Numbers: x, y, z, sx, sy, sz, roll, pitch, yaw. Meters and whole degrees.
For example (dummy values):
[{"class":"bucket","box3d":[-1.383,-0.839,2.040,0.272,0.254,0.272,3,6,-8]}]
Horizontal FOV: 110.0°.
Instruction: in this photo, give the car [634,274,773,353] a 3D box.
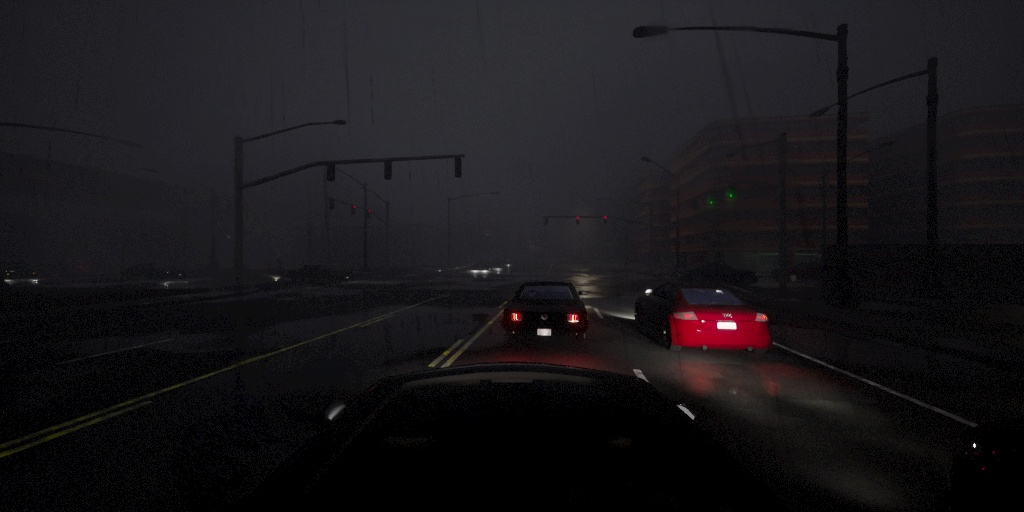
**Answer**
[{"class":"car","box3d":[4.398,1.314,8.909,1.994,1.385,4.181,0,0,7]}]

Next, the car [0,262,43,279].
[{"class":"car","box3d":[-45.097,1.254,32.269,4.892,1.490,1.837,0,1,20]}]

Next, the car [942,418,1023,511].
[{"class":"car","box3d":[3.640,1.242,0.196,2.128,1.511,4.902,0,0,1]}]

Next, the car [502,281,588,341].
[{"class":"car","box3d":[0.994,1.350,9.908,1.895,1.301,4.718,0,0,8]}]

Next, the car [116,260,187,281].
[{"class":"car","box3d":[-29.769,1.275,29.921,4.674,1.442,1.812,0,0,7]}]

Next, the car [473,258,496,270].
[{"class":"car","box3d":[-3.890,1.174,48.697,1.994,1.385,4.181,0,1,8]}]

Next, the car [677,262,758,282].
[{"class":"car","box3d":[14.183,1.220,24.849,5.008,1.535,1.882,0,0,7]}]

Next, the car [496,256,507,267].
[{"class":"car","box3d":[-2.546,1.062,58.551,1.895,1.301,4.718,0,1,8]}]

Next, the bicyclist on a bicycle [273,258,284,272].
[{"class":"bicyclist on a bicycle","box3d":[-26.429,1.052,40.569,0.582,1.620,1.656,0,0,7]}]

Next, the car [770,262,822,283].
[{"class":"car","box3d":[22.798,1.226,27.588,5.008,1.535,1.882,0,0,7]}]

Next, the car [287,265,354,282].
[{"class":"car","box3d":[-14.920,1.350,28.115,4.718,1.301,1.895,0,0,9]}]
